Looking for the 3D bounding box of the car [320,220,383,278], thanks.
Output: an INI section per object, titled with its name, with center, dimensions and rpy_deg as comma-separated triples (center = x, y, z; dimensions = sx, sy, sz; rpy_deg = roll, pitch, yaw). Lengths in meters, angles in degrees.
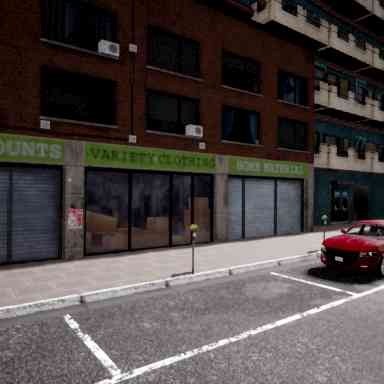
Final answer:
[car]
center = 5.764, 1.549, 10.209
dimensions = 4.507, 1.381, 1.887
rpy_deg = 0, 1, -36
